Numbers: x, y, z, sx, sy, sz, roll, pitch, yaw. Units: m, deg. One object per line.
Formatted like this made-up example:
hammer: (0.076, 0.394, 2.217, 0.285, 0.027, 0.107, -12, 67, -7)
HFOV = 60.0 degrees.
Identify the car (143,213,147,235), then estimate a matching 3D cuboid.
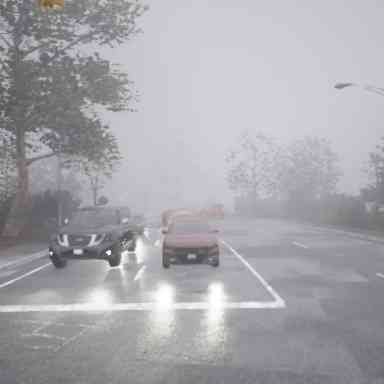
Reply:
car: (-4.208, 2.171, 23.006, 2.128, 1.511, 4.902, -1, -2, -6)

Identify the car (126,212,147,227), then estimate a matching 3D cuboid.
car: (-5.509, 2.673, 33.032, 1.895, 1.301, 4.718, -1, -2, -10)

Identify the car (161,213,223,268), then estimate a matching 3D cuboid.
car: (-0.082, 1.776, 12.695, 1.882, 1.535, 5.008, -1, -2, -2)

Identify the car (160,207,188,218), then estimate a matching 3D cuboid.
car: (-1.876, 2.479, 32.463, 2.128, 1.511, 4.902, -1, -2, -10)

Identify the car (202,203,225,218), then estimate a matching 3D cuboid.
car: (2.731, 2.595, 45.524, 2.150, 2.045, 5.566, -1, -2, -14)

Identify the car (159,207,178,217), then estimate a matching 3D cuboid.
car: (-3.989, 3.340, 55.548, 1.882, 1.535, 5.008, 0, -2, -19)

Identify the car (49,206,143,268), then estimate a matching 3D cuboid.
car: (-3.559, 1.582, 13.130, 2.150, 2.045, 5.566, -1, -2, 0)

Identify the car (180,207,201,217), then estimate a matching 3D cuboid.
car: (-0.297, 3.278, 55.563, 2.128, 1.511, 4.902, 0, -2, -19)

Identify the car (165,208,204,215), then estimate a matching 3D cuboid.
car: (-0.625, 2.075, 22.254, 1.882, 1.535, 5.008, -1, -2, -6)
